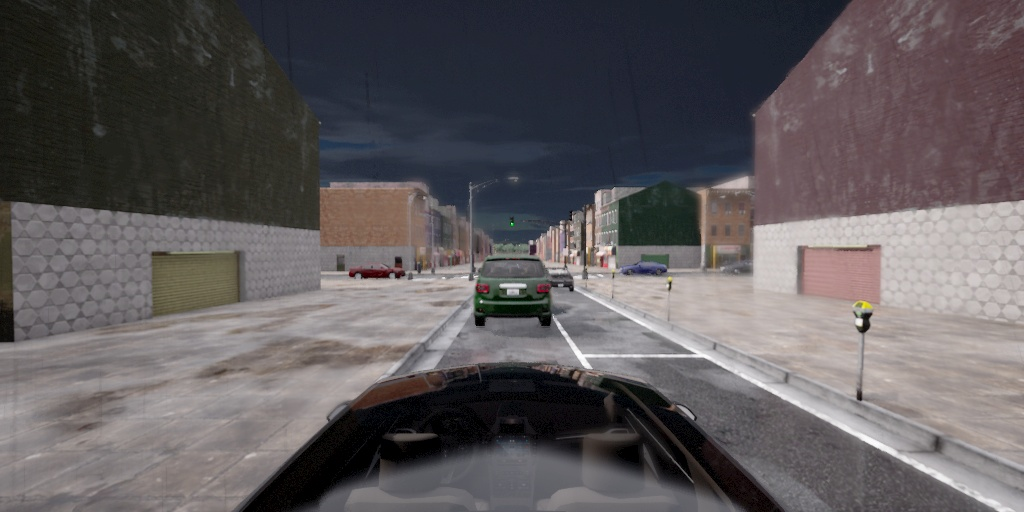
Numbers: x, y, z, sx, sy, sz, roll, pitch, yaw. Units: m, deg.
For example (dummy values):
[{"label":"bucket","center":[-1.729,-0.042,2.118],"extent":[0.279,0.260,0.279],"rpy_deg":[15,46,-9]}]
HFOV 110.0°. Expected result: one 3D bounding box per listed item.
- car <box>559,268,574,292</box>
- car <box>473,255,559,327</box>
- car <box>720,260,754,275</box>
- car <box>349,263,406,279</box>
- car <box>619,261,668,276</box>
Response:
[{"label":"car","center":[2.597,1.331,21.215],"extent":[2.007,1.370,4.403],"rpy_deg":[0,0,0]},{"label":"car","center":[0.033,0.987,11.678],"extent":[2.150,2.045,5.566],"rpy_deg":[0,0,0]},{"label":"car","center":[23.615,1.146,36.150],"extent":[4.902,1.511,2.128],"rpy_deg":[0,1,0]},{"label":"car","center":[-12.393,1.394,33.147],"extent":[5.008,1.535,1.882],"rpy_deg":[0,1,-1]},{"label":"car","center":[13.203,1.222,36.154],"extent":[4.674,1.442,1.812],"rpy_deg":[0,1,1]}]
